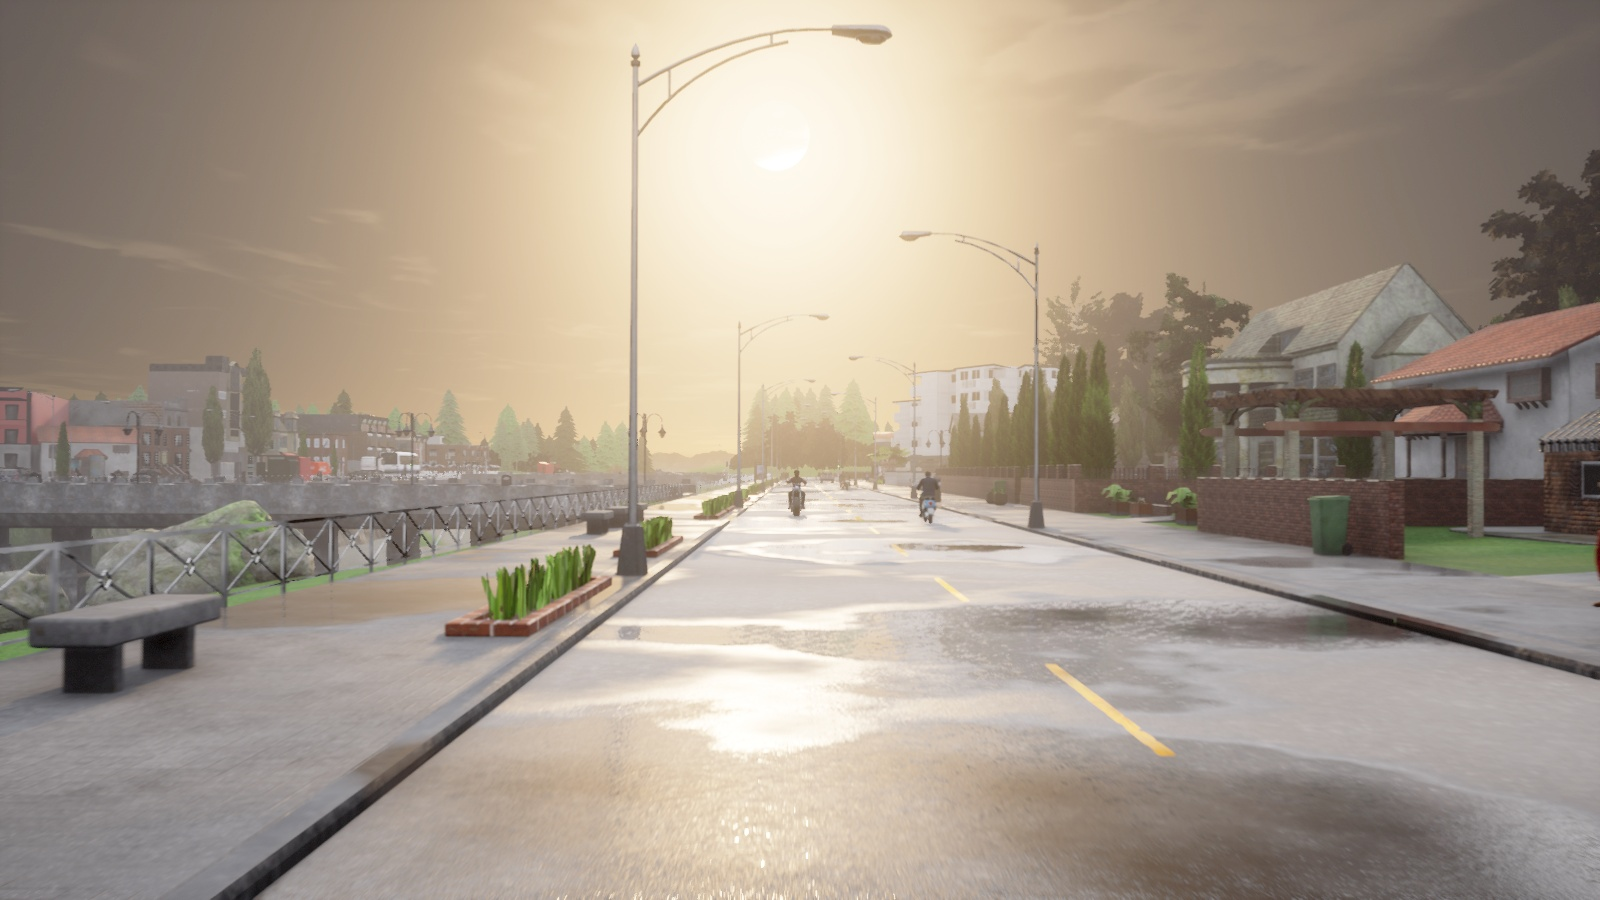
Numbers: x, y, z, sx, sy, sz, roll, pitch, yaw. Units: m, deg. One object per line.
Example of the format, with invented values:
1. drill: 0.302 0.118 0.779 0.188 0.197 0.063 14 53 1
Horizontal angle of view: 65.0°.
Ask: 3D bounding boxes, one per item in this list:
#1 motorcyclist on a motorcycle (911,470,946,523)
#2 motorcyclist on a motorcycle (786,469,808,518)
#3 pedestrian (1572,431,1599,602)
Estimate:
1. motorcyclist on a motorcycle: 3.910 1.396 38.436 0.866 1.590 1.817 0 -1 0
2. motorcyclist on a motorcycle: -0.103 1.495 43.583 0.766 1.649 2.350 0 -1 0
3. pedestrian: 8.771 0.717 13.618 0.353 1.847 0.614 0 -1 -6
